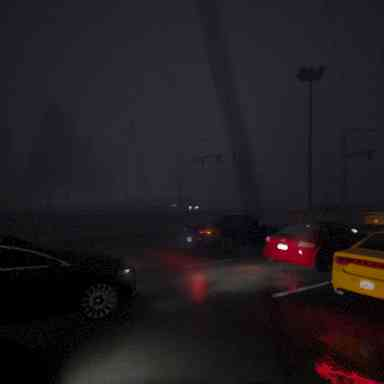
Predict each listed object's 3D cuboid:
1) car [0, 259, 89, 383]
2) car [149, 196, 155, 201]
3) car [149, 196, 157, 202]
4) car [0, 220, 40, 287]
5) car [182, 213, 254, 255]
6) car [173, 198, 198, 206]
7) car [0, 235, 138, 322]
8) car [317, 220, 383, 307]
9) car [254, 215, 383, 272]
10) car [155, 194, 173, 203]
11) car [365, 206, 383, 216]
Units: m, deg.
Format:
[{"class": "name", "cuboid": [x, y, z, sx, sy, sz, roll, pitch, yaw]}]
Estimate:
[{"class": "car", "cuboid": [-3.199, 1.495, 1.450, 4.892, 1.490, 1.837, 0, 0, -35]}, {"class": "car", "cuboid": [-8.154, 1.715, 76.309, 1.812, 1.442, 4.674, 0, 0, -17]}, {"class": "car", "cuboid": [-10.109, 1.764, 86.191, 1.994, 1.385, 4.181, 0, 0, -10]}, {"class": "car", "cuboid": [-6.606, 1.541, 7.647, 5.357, 1.411, 2.033, 0, 0, -35]}, {"class": "car", "cuboid": [1.792, 1.573, 13.529, 4.674, 1.442, 1.812, 0, 0, -35]}, {"class": "car", "cuboid": [-0.897, 1.714, 57.739, 2.033, 1.411, 5.357, 0, 0, -27]}, {"class": "car", "cuboid": [-3.334, 1.493, 5.642, 4.902, 1.511, 2.128, 0, 0, -35]}, {"class": "car", "cuboid": [5.157, 1.521, 7.341, 5.008, 1.535, 1.882, 0, 0, -35]}, {"class": "car", "cuboid": [4.341, 1.615, 11.040, 4.181, 1.385, 1.994, 0, 0, -35]}, {"class": "car", "cuboid": [-5.130, 1.397, 67.007, 2.150, 2.045, 5.566, 0, 0, -21]}, {"class": "car", "cuboid": [13.103, 1.598, 21.428, 5.008, 1.535, 1.882, 0, 0, -35]}]
